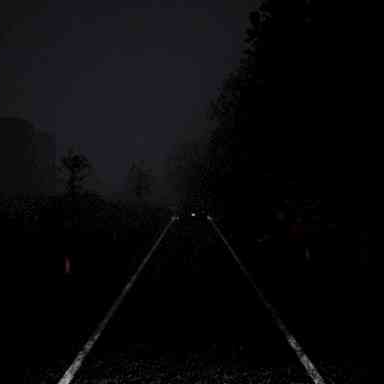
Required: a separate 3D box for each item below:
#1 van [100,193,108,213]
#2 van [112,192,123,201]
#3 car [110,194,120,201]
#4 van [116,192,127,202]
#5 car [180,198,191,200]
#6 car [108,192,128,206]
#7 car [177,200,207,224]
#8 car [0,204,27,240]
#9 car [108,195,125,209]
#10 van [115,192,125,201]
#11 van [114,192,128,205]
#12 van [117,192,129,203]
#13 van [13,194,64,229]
[{"bbox_3d":[-9.267,1.128,30.084,1.878,1.987,4.442,0,-1,-2],"label":"van"},{"bbox_3d":[-17.772,1.092,79.428,1.878,1.987,4.442,2,-2,-21],"label":"van"},{"bbox_3d":[-19.676,1.354,84.605,1.946,1.575,5.366,1,-2,-20],"label":"car"},{"bbox_3d":[-14.528,1.045,68.724,1.878,1.987,4.442,1,-1,-16],"label":"van"},{"bbox_3d":[-0.807,1.437,41.535,1.994,1.385,4.181,0,0,-5],"label":"car"},{"bbox_3d":[-10.412,1.053,46.858,2.435,2.045,5.566,1,-1,-9],"label":"car"},{"bbox_3d":[0.063,1.506,24.461,1.994,1.385,4.181,0,0,-1],"label":"car"},{"bbox_3d":[-9.085,1.423,13.621,2.163,1.488,4.792,0,-1,-2],"label":"car"},{"bbox_3d":[-9.885,1.363,41.321,2.002,1.452,4.674,1,-1,-5],"label":"car"},{"bbox_3d":[-16.058,1.063,74.102,1.878,1.987,4.442,1,-1,-16],"label":"van"},{"bbox_3d":[-11.126,1.059,52.314,1.878,1.987,4.442,1,-1,-10],"label":"van"},{"bbox_3d":[-13.178,1.039,63.310,1.878,1.987,4.442,1,-1,-15],"label":"van"},{"bbox_3d":[-9.098,1.152,20.133,1.878,1.987,4.442,0,-1,-3],"label":"van"}]
